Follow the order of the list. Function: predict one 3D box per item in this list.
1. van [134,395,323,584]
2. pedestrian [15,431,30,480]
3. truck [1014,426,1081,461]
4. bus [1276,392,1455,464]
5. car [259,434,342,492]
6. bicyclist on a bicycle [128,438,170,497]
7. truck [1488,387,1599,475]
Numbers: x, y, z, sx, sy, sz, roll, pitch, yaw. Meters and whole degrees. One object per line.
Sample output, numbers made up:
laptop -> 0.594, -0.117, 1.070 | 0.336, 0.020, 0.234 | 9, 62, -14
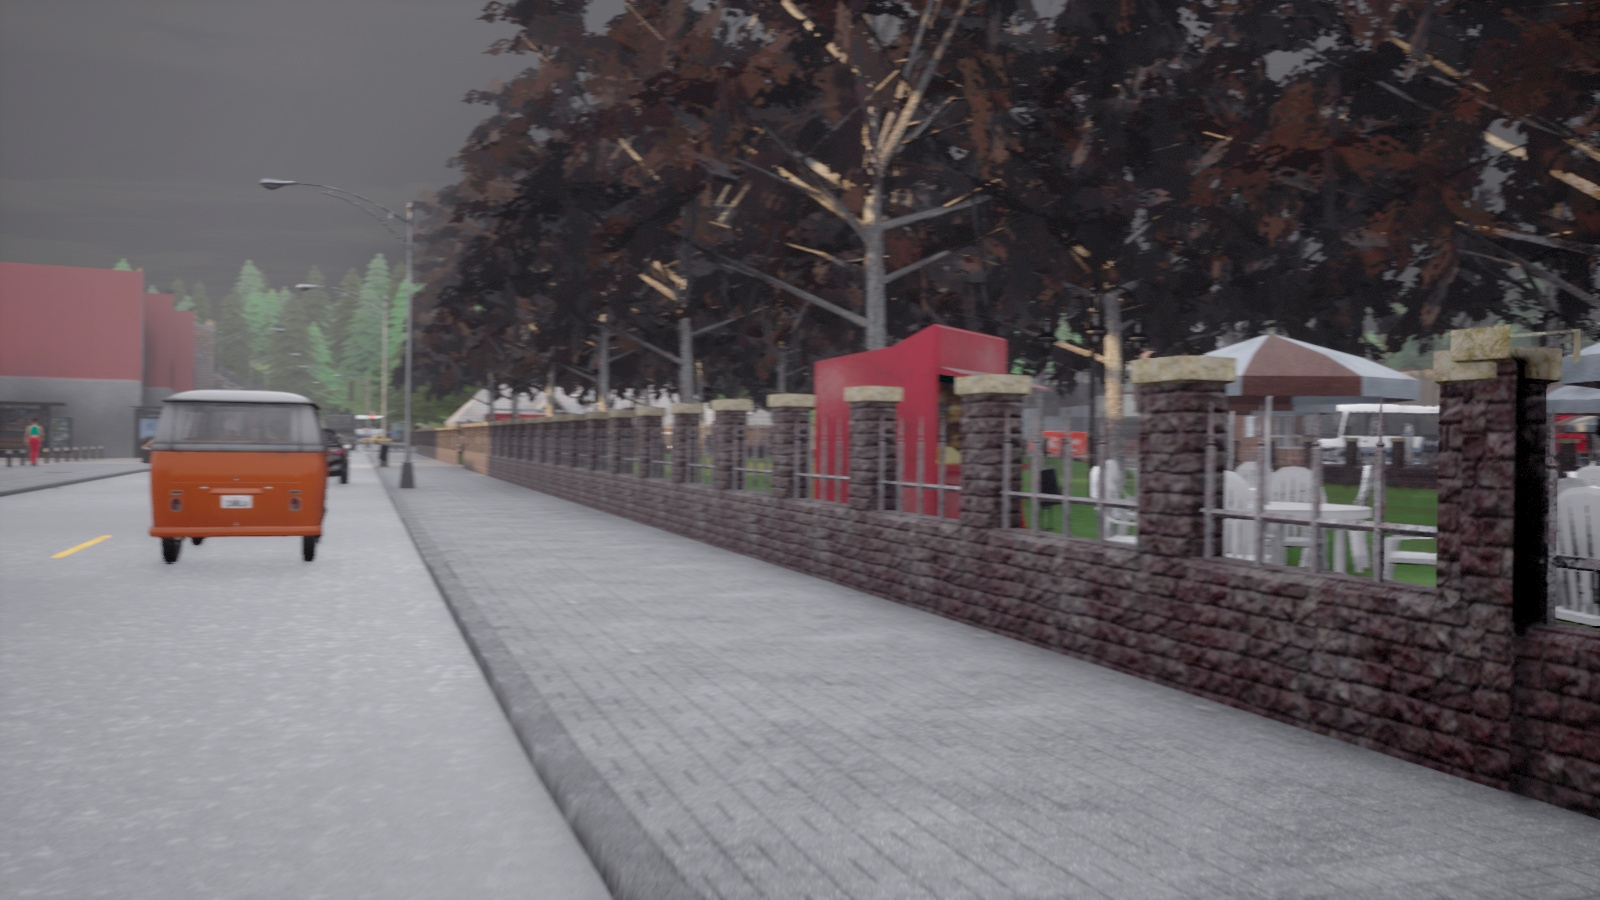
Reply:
van -> -6.914, 0.399, 15.590 | 1.775, 1.987, 4.442 | 0, 0, -20
pedestrian -> -29.225, 0.212, 47.223 | 0.345, 1.836, 0.594 | 0, 0, -20
truck -> 17.958, -0.489, 91.464 | 2.627, 2.467, 5.204 | 0, 1, -18
bus -> 35.105, -1.358, 78.016 | 10.273, 4.253, 3.944 | 0, 0, -19
car -> -15.308, 0.354, 38.689 | 2.242, 1.667, 4.611 | 0, 0, -20
bicyclist on a bicycle -> -18.448, 0.481, 35.604 | 0.866, 1.612, 1.509 | 0, 0, -20
truck -> 32.554, -0.756, 51.248 | 2.891, 3.462, 7.936 | 0, 0, -19
